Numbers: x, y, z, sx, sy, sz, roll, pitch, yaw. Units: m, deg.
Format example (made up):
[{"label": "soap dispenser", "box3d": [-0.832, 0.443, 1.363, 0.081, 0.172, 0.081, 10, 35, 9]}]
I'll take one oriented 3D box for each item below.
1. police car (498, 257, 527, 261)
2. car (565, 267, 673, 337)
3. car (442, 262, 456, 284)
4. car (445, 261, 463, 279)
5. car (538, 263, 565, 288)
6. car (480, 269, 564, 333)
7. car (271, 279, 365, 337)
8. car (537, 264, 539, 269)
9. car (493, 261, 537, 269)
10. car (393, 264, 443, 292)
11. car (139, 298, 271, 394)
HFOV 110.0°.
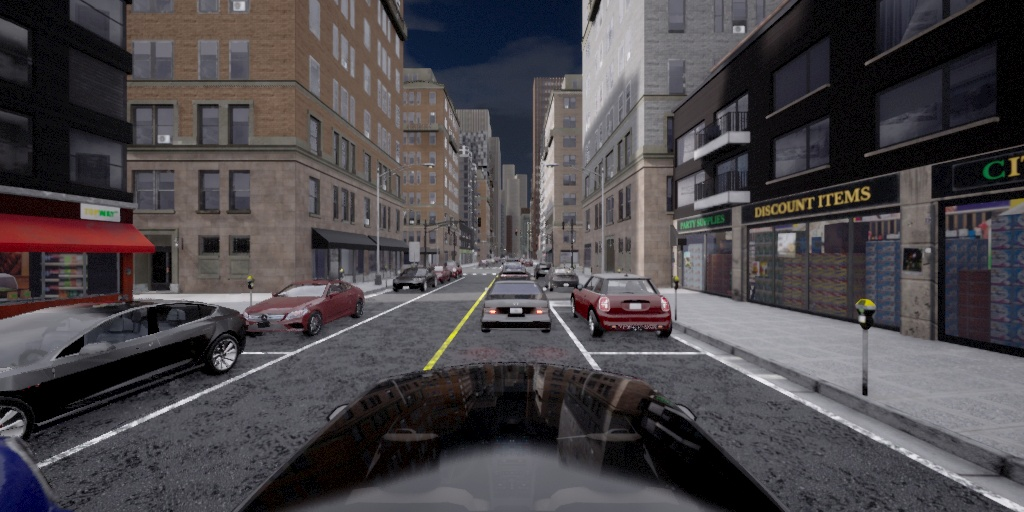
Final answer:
[{"label": "police car", "box3d": [0.046, 1.173, 31.262, 1.930, 1.638, 5.238, 0, 0, 0]}, {"label": "car", "box3d": [2.868, 1.188, 10.249, 1.967, 1.591, 4.097, 0, 0, 0]}, {"label": "car", "box3d": [-5.630, 1.330, 26.767, 1.802, 1.307, 4.207, 0, 0, 0]}, {"label": "car", "box3d": [-5.620, 1.188, 32.269, 1.967, 1.591, 4.097, 0, 0, 0]}, {"label": "car", "box3d": [2.887, 1.298, 21.252, 2.007, 1.370, 4.403, 0, 0, 0]}, {"label": "car", "box3d": [0.110, 1.296, 10.720, 2.033, 1.411, 5.357, 0, 0, 0]}, {"label": "car", "box3d": [-5.657, 1.330, 10.264, 1.802, 1.307, 4.207, 0, 0, 0]}, {"label": "car", "box3d": [2.905, 1.314, 32.254, 1.948, 1.339, 4.313, 0, 0, 0]}, {"label": "car", "box3d": [0.129, 1.239, 21.242, 2.128, 1.511, 4.902, 0, 0, 0]}, {"label": "car", "box3d": [-5.638, 1.314, 21.266, 1.948, 1.339, 4.313, 0, 0, 0]}, {"label": "car", "box3d": [-5.667, 1.315, 4.762, 1.948, 1.339, 4.313, 0, 0, 0]}]
